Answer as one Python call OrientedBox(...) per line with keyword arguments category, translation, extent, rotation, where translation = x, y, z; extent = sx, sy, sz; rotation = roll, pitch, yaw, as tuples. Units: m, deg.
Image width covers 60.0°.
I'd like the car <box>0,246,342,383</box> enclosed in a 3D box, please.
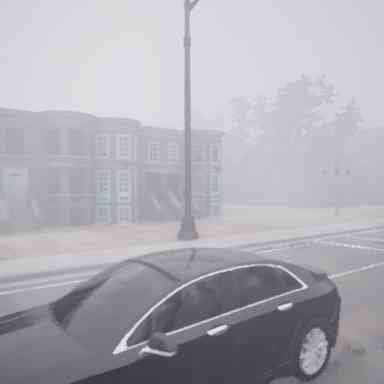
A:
OrientedBox(category="car", translation=(-0.221, 1.494, 3.835), extent=(4.892, 1.490, 1.837), rotation=(0, 0, -36))
